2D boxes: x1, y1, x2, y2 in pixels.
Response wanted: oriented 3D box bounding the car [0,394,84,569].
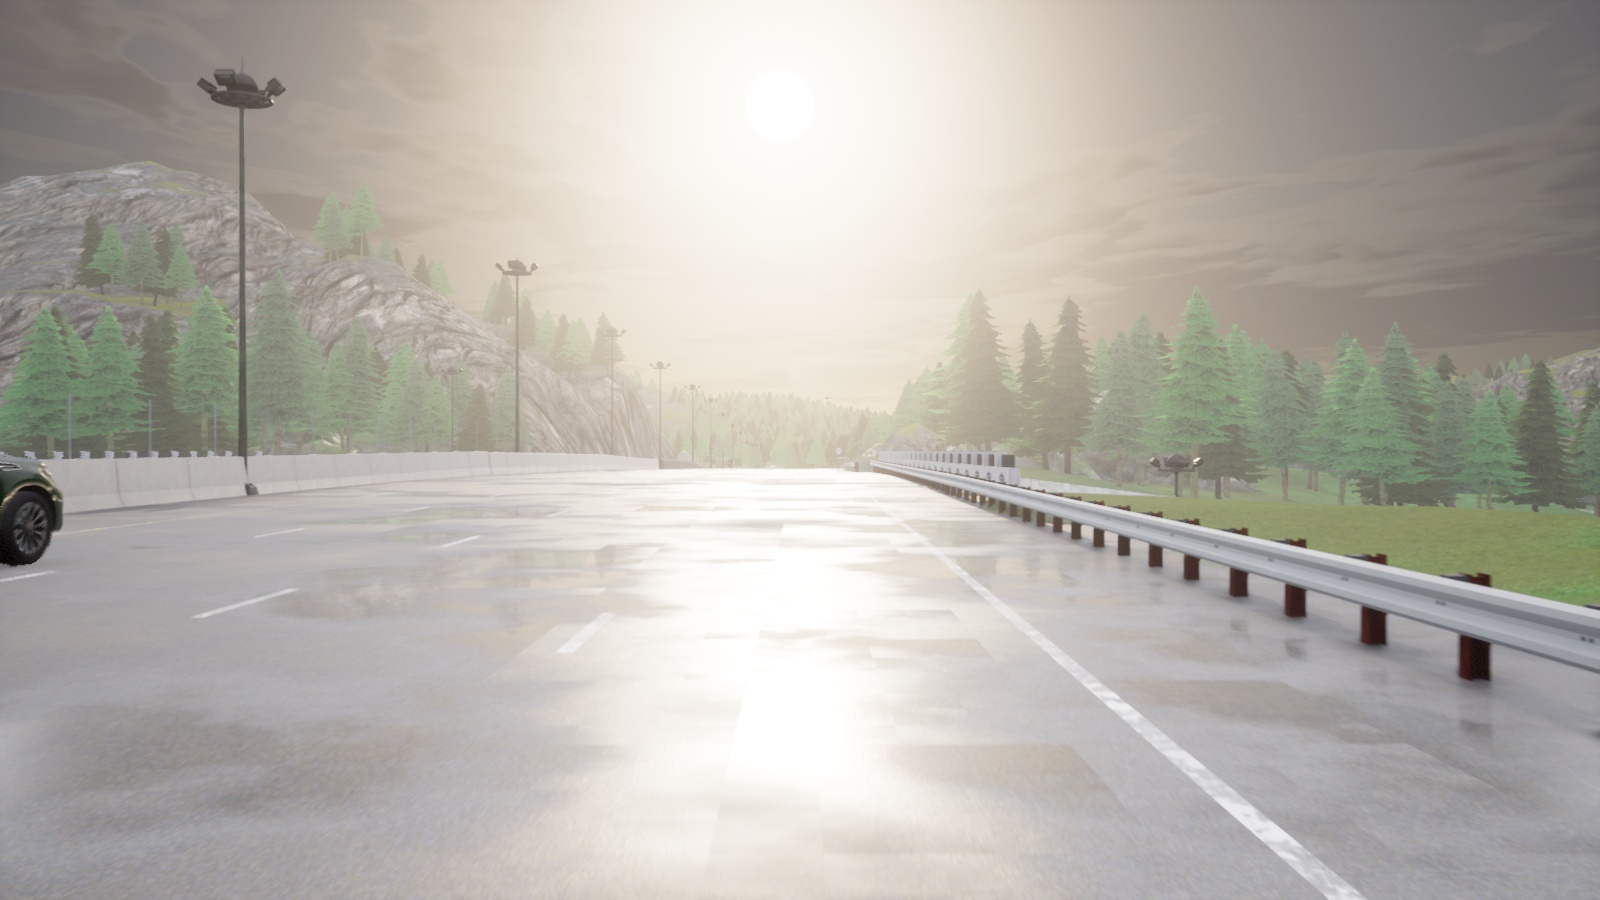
[{"bbox_3d":[-10.408,0.373,13.565,2.150,2.045,5.566,0,0,0],"label":"car"}]
